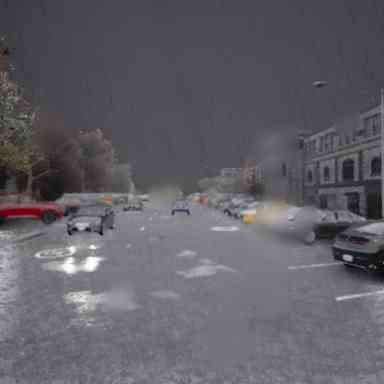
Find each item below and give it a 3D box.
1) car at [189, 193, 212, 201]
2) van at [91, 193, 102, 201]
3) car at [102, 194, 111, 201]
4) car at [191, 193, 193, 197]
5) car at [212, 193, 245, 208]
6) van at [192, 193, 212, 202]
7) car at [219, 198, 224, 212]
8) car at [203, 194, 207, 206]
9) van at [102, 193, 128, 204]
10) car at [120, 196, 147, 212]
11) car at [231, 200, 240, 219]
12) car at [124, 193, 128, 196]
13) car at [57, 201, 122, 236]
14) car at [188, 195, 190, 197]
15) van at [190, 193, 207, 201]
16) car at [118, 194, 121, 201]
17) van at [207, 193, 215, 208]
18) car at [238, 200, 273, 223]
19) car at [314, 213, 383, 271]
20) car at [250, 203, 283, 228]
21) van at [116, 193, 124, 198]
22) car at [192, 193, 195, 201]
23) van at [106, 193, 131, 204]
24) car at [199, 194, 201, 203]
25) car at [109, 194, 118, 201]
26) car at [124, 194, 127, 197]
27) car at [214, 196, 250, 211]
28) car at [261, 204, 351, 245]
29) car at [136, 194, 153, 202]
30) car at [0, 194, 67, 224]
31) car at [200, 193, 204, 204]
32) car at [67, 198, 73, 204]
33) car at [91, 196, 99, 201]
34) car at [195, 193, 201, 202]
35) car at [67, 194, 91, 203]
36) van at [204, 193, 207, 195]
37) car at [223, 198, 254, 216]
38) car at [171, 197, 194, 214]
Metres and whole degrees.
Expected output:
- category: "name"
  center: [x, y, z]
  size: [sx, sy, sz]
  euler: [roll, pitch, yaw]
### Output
- category: "car"
  center: [2.234, 1.257, 86.173]
  size: [5.566, 2.045, 2.435]
  euler: [1, 0, -23]
- category: "van"
  center: [-13.040, 1.216, 38.312]
  size: [4.442, 1.987, 1.878]
  euler: [-1, 0, -23]
- category: "car"
  center: [-13.088, 1.434, 41.304]
  size: [4.892, 1.521, 2.231]
  euler: [-1, 0, -23]
- category: "car"
  center: [3.093, 1.481, 74.535]
  size: [5.366, 1.575, 1.946]
  euler: [1, 0, -23]
- category: "car"
  center: [5.047, 1.354, 36.397]
  size: [4.553, 1.767, 2.185]
  euler: [1, 0, -23]
- category: "van"
  center: [2.490, 1.266, 80.271]
  size: [4.442, 1.987, 1.878]
  euler: [1, 0, -23]
- category: "car"
  center: [5.310, 1.525, 30.516]
  size: [4.792, 1.488, 2.163]
  euler: [1, 0, -23]
- category: "car"
  center: [4.525, 1.460, 45.177]
  size: [5.008, 1.535, 2.097]
  euler: [1, 0, -23]
- category: "van"
  center: [-14.335, 1.205, 61.832]
  size: [4.442, 1.987, 1.878]
  euler: [-1, 0, -23]
- category: "car"
  center: [-6.581, 1.532, 37.719]
  size: [1.994, 1.385, 4.181]
  euler: [0, 0, -3]
- category: "car"
  center: [5.661, 1.554, 24.671]
  size: [4.674, 1.452, 2.002]
  euler: [1, 0, -23]
- category: "car"
  center: [-14.071, 1.465, 58.946]
  size: [4.674, 1.452, 2.002]
  euler: [-1, 0, -23]
- category: "car"
  center: [-5.550, 1.512, 18.792]
  size: [2.128, 1.511, 4.902]
  euler: [0, 0, -3]
- category: "car"
  center: [2.256, 1.494, 83.178]
  size: [5.366, 1.575, 1.946]
  euler: [1, 0, -23]
- category: "van"
  center: [1.837, 1.411, 95.010]
  size: [4.442, 1.987, 1.878]
  euler: [2, -2, -23]
- category: "car"
  center: [-13.576, 1.463, 50.120]
  size: [4.674, 1.452, 2.002]
  euler: [-1, 0, -23]
- category: "van"
  center: [4.592, 1.238, 42.197]
  size: [4.442, 1.987, 1.878]
  euler: [1, 0, -23]
- category: "car"
  center: [5.988, 1.522, 21.819]
  size: [5.366, 1.575, 1.946]
  euler: [1, 0, -23]
- category: "car"
  center: [6.461, 1.559, 10.028]
  size: [4.892, 1.521, 2.231]
  euler: [1, 0, -23]
- category: "car"
  center: [5.983, 1.571, 18.811]
  size: [4.674, 1.452, 2.002]
  euler: [1, 0, -23]
- category: "van"
  center: [-13.640, 1.196, 53.114]
  size: [4.442, 1.987, 1.878]
  euler: [-1, 0, -23]
- category: "car"
  center: [3.414, 1.469, 68.683]
  size: [5.366, 1.575, 1.946]
  euler: [1, 0, -23]
- category: "van"
  center: [-14.285, 1.207, 64.872]
  size: [4.442, 1.987, 1.878]
  euler: [-1, 0, -23]
- category: "car"
  center: [4.051, 1.494, 53.961]
  size: [4.674, 1.452, 2.002]
  euler: [1, 0, -23]
- category: "car"
  center: [-13.088, 1.424, 44.318]
  size: [5.366, 1.575, 1.946]
  euler: [-1, 0, -23]
- category: "car"
  center: [-13.906, 1.464, 56.005]
  size: [4.674, 1.452, 2.002]
  euler: [-1, 0, -23]
- category: "car"
  center: [5.182, 1.488, 33.461]
  size: [4.892, 1.521, 2.231]
  euler: [1, 0, -23]
- category: "car"
  center: [6.150, 1.541, 15.882]
  size: [4.892, 1.521, 2.231]
  euler: [1, 0, -23]
- category: "car"
  center: [-7.367, 1.079, 53.667]
  size: [1.882, 1.535, 5.008]
  euler: [0, 0, -3]
- category: "car"
  center: [-12.105, 1.230, 23.679]
  size: [5.566, 2.045, 2.435]
  euler: [-1, 0, -23]
- category: "car"
  center: [4.182, 1.328, 51.026]
  size: [4.553, 1.767, 2.185]
  euler: [1, 0, -23]
- category: "car"
  center: [-12.313, 1.503, 26.590]
  size: [4.792, 1.488, 2.163]
  euler: [-1, 1, -23]
- category: "car"
  center: [-12.799, 1.477, 35.412]
  size: [4.792, 1.488, 2.163]
  euler: [-1, 0, -23]
- category: "car"
  center: [3.916, 1.204, 56.907]
  size: [5.566, 2.045, 2.435]
  euler: [1, 0, -23]
- category: "car"
  center: [-12.586, 1.329, 32.495]
  size: [4.553, 1.767, 2.185]
  euler: [-1, 1, -23]
- category: "van"
  center: [4.479, 1.233, 48.156]
  size: [4.442, 1.987, 1.878]
  euler: [1, 0, -23]
- category: "car"
  center: [5.509, 1.506, 27.597]
  size: [4.892, 1.521, 2.231]
  euler: [1, 0, -23]
- category: "car"
  center: [-1.225, 1.533, 34.820]
  size: [2.033, 1.411, 5.357]
  euler: [0, 0, -3]
